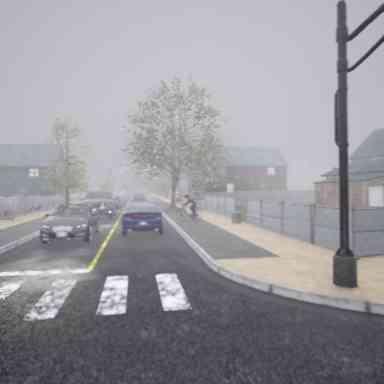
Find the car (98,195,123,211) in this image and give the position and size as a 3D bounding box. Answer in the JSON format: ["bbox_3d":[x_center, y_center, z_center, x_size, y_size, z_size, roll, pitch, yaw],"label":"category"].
[{"bbox_3d":[-8.489,1.051,35.041,2.033,1.411,5.357,0,1,-9],"label":"car"}]

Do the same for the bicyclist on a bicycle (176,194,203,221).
[{"bbox_3d":[-0.161,0.961,20.357,1.656,1.620,0.582,-1,1,-9],"label":"bicyclist on a bicycle"}]

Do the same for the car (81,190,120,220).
[{"bbox_3d":[-6.781,0.862,24.495,2.150,2.045,5.566,0,1,-9],"label":"car"}]

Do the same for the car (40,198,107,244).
[{"bbox_3d":[-5.162,1.259,14.609,2.128,1.511,4.902,0,1,-9],"label":"car"}]

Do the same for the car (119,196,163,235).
[{"bbox_3d":[-2.550,1.197,17.026,1.882,1.535,5.008,0,1,-10],"label":"car"}]

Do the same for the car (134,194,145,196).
[{"bbox_3d":[-7.108,0.906,44.791,2.033,1.411,5.357,0,1,-9],"label":"car"}]
